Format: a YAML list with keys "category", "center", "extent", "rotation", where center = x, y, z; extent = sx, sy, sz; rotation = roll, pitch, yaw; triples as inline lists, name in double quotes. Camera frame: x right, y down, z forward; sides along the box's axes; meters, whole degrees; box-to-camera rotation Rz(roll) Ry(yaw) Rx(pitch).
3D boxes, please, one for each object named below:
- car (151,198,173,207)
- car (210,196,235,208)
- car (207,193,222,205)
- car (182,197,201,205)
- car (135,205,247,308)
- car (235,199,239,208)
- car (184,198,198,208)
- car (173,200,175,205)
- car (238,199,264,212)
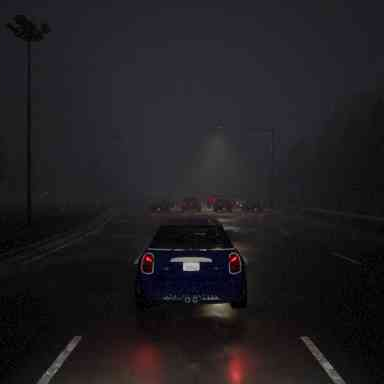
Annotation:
- category: "car"
  center: [-3.583, 1.601, 38.326]
  extent: [1.895, 1.301, 4.718]
  rotation: [0, 0, 0]
- category: "car"
  center: [3.418, 1.505, 37.894]
  extent: [1.837, 1.490, 4.892]
  rotation: [0, 0, 0]
- category: "car"
  center: [3.396, 1.221, 48.359]
  extent: [2.150, 2.045, 5.566]
  rotation: [0, 0, 0]
- category: "car"
  center: [-0.083, 1.352, 38.273]
  extent: [2.097, 1.767, 4.553]
  rotation: [0, 0, 0]
- category: "car"
  center: [-0.018, 1.352, 8.062]
  extent: [2.097, 1.767, 4.553]
  rotation: [0, 0, 0]
- category: "car"
  center: [6.896, 1.601, 48.380]
  extent: [1.895, 1.301, 4.718]
  rotation: [0, 0, 0]
- category: "car"
  center: [-0.104, 1.601, 48.382]
  extent: [1.895, 1.301, 4.718]
  rotation: [0, 0, 0]
- category: "car"
  center: [-3.604, 1.564, 48.379]
  extent: [1.994, 1.385, 4.181]
  rotation: [0, 0, 0]
- category: "car"
  center: [6.917, 1.601, 38.348]
  extent: [1.895, 1.301, 4.718]
  rotation: [0, 0, 0]
